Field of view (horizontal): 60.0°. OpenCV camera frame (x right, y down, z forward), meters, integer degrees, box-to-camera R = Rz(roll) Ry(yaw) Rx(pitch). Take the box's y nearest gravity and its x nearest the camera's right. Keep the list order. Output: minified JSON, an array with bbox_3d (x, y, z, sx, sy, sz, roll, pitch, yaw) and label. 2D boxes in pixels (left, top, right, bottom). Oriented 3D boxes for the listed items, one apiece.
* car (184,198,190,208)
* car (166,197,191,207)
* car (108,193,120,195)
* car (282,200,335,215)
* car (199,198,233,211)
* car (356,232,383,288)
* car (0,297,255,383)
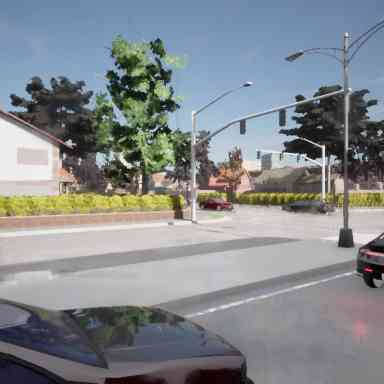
[{"bbox_3d":[-2.518,1.352,47.708,2.097,1.767,4.553,0,0,-36],"label":"car"},{"bbox_3d":[-2.165,1.564,53.506,1.994,1.385,4.181,0,0,-36],"label":"car"},{"bbox_3d":[-14.769,1.221,64.650,2.150,2.045,5.566,0,0,-35],"label":"car"},{"bbox_3d":[11.843,1.547,34.233,2.033,1.411,5.357,0,0,-36],"label":"car"},{"bbox_3d":[2.896,1.478,40.265,1.882,1.535,5.008,0,0,-36],"label":"car"},{"bbox_3d":[5.897,1.492,7.997,4.902,1.511,2.128,0,0,-35],"label":"car"},{"bbox_3d":[-2.019,1.547,2.308,5.357,1.411,2.033,0,0,-35],"label":"car"}]
